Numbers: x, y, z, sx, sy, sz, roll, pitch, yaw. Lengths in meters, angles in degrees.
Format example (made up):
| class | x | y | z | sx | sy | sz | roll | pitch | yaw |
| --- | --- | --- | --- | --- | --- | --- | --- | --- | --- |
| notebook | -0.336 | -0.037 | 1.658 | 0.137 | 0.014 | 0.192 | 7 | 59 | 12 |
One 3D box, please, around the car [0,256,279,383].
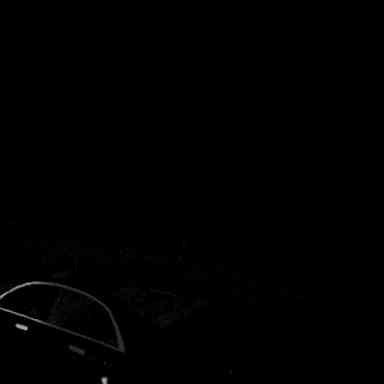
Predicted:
| class | x | y | z | sx | sy | sz | roll | pitch | yaw |
| --- | --- | --- | --- | --- | --- | --- | --- | --- | --- |
| car | -1.218 | 1.529 | 3.947 | 4.403 | 1.369 | 2.008 | 0 | 0 | 35 |
